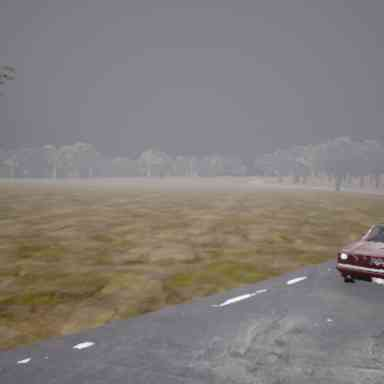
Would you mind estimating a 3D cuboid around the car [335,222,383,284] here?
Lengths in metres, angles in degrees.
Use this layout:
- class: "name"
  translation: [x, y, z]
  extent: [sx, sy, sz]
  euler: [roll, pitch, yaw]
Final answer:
- class: "car"
  translation: [5.341, 1.463, 8.353]
  extent: [1.895, 1.301, 4.718]
  euler: [0, 1, 44]
